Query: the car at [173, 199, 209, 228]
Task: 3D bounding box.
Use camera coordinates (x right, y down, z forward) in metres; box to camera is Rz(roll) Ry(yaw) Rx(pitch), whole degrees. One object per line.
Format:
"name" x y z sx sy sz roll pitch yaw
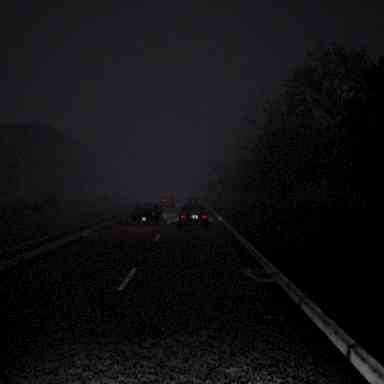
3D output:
"car" 0.091 1.422 21.069 2.033 1.411 5.357 0 0 0

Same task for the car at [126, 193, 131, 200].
"car" -15.268 1.014 71.379 2.231 1.521 4.892 0 0 0

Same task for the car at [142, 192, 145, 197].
"car" -15.369 0.761 93.504 2.185 1.767 4.553 0 0 0

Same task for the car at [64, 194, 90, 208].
"car" -15.184 1.180 42.091 2.231 1.521 4.892 0 0 0

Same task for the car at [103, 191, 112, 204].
"car" -15.188 0.982 54.704 2.185 1.767 4.553 0 0 0

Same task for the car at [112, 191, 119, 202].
"car" -15.213 1.074 60.013 1.946 1.575 5.366 0 0 0

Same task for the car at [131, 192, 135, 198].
"car" -15.292 0.982 76.905 2.231 1.521 4.892 0 0 0

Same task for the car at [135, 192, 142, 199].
"car" -15.345 0.916 87.762 1.946 1.575 5.366 0 0 0

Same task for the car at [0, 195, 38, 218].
"car" -15.058 1.265 27.181 2.231 1.521 4.892 0 0 0

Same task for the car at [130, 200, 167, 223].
"car" -3.157 1.458 23.977 1.895 1.301 4.718 0 0 0

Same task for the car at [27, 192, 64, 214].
"car" -15.084 0.981 32.669 2.435 2.045 5.566 0 0 0

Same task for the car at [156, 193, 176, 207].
"car" -3.163 1.231 43.865 2.128 1.511 4.902 0 0 0

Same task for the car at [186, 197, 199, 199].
"car" 0.086 1.301 44.274 1.994 1.385 4.181 0 0 0

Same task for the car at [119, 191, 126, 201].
"car" -15.240 0.794 65.694 2.435 2.045 5.566 0 0 0

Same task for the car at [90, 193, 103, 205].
"car" -15.161 1.137 48.963 1.946 1.575 5.366 0 0 0
